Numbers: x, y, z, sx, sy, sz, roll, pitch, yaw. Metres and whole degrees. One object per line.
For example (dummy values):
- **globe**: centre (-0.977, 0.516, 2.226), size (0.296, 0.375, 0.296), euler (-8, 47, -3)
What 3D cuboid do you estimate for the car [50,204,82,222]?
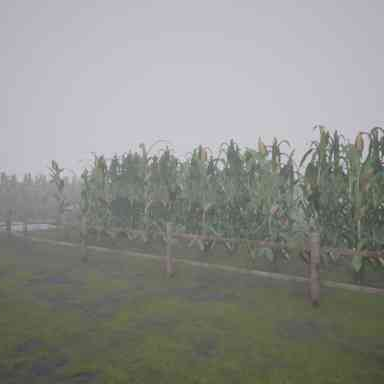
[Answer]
- **car**: centre (-9.710, 1.701, 28.018), size (1.994, 1.385, 4.181), euler (-1, -1, 36)
